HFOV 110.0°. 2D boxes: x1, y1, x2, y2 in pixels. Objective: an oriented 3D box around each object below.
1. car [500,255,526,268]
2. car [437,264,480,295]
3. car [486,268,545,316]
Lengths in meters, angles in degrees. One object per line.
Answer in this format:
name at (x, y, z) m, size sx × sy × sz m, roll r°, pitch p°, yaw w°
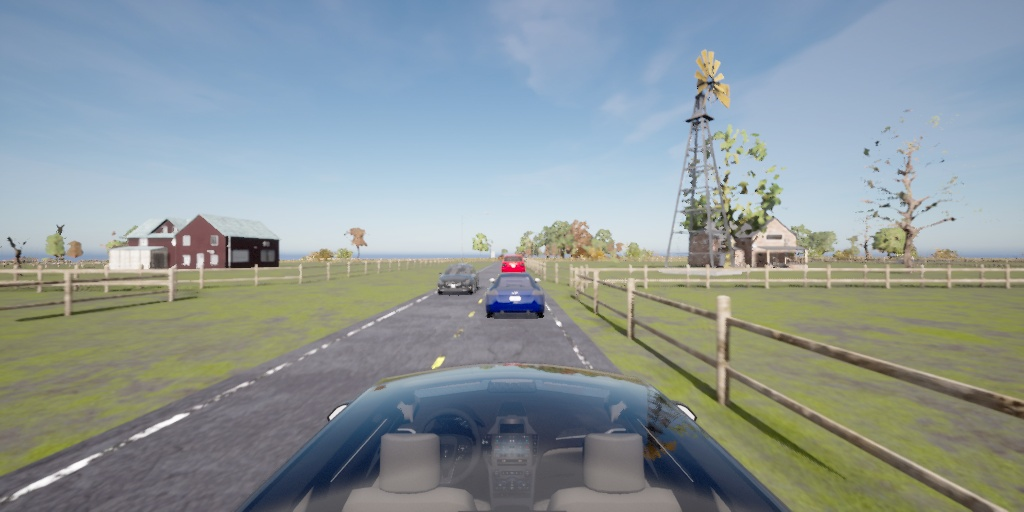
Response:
car at (0.106, 0.923, 32.937) m, size 2.150 × 2.045 × 5.566 m, roll 0°, pitch 0°, yaw 0°
car at (-2.840, 1.228, 19.751) m, size 1.837 × 1.490 × 4.892 m, roll 0°, pitch 0°, yaw 0°
car at (0.102, 1.297, 13.245) m, size 1.994 × 1.385 × 4.181 m, roll 0°, pitch 0°, yaw 0°
